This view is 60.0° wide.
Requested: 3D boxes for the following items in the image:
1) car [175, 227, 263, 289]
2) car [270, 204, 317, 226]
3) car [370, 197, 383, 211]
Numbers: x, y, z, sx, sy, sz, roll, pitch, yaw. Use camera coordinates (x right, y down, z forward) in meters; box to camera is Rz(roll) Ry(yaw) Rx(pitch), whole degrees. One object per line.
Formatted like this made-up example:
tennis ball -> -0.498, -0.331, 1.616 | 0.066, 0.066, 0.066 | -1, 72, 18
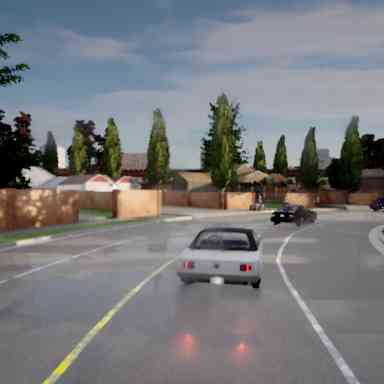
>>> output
car -> 1.014, 1.622, 9.309 | 1.895, 1.301, 4.718 | 0, 0, 12
car -> 7.337, 1.594, 23.743 | 2.033, 1.411, 5.357 | 0, 0, 36
car -> 24.620, 1.373, 40.771 | 5.566, 2.045, 2.150 | 0, -1, -17
